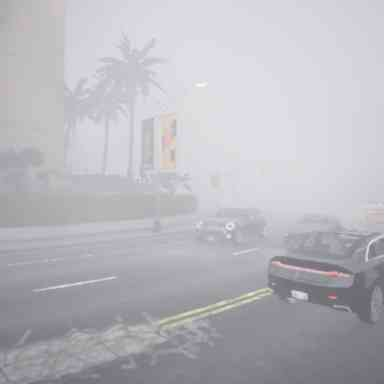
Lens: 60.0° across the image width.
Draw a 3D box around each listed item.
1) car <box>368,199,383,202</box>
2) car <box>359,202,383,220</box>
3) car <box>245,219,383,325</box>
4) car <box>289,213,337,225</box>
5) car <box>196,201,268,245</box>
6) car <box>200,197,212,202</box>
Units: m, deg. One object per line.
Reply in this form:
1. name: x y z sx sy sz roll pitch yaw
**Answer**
1. car: 19.508 1.700 34.529 2.150 2.045 5.566 0 0 5
2. car: 14.507 1.836 26.182 1.882 1.535 5.008 0 -1 17
3. car: 3.585 1.589 7.417 4.902 1.511 2.128 1 -1 -44
4. car: 5.949 1.744 15.873 2.033 1.411 5.357 0 -1 33
5. car: 2.105 1.529 16.686 2.097 1.767 4.553 0 -1 34
6. car: 3.960 2.327 84.291 2.097 1.535 5.008 0 -1 -3
